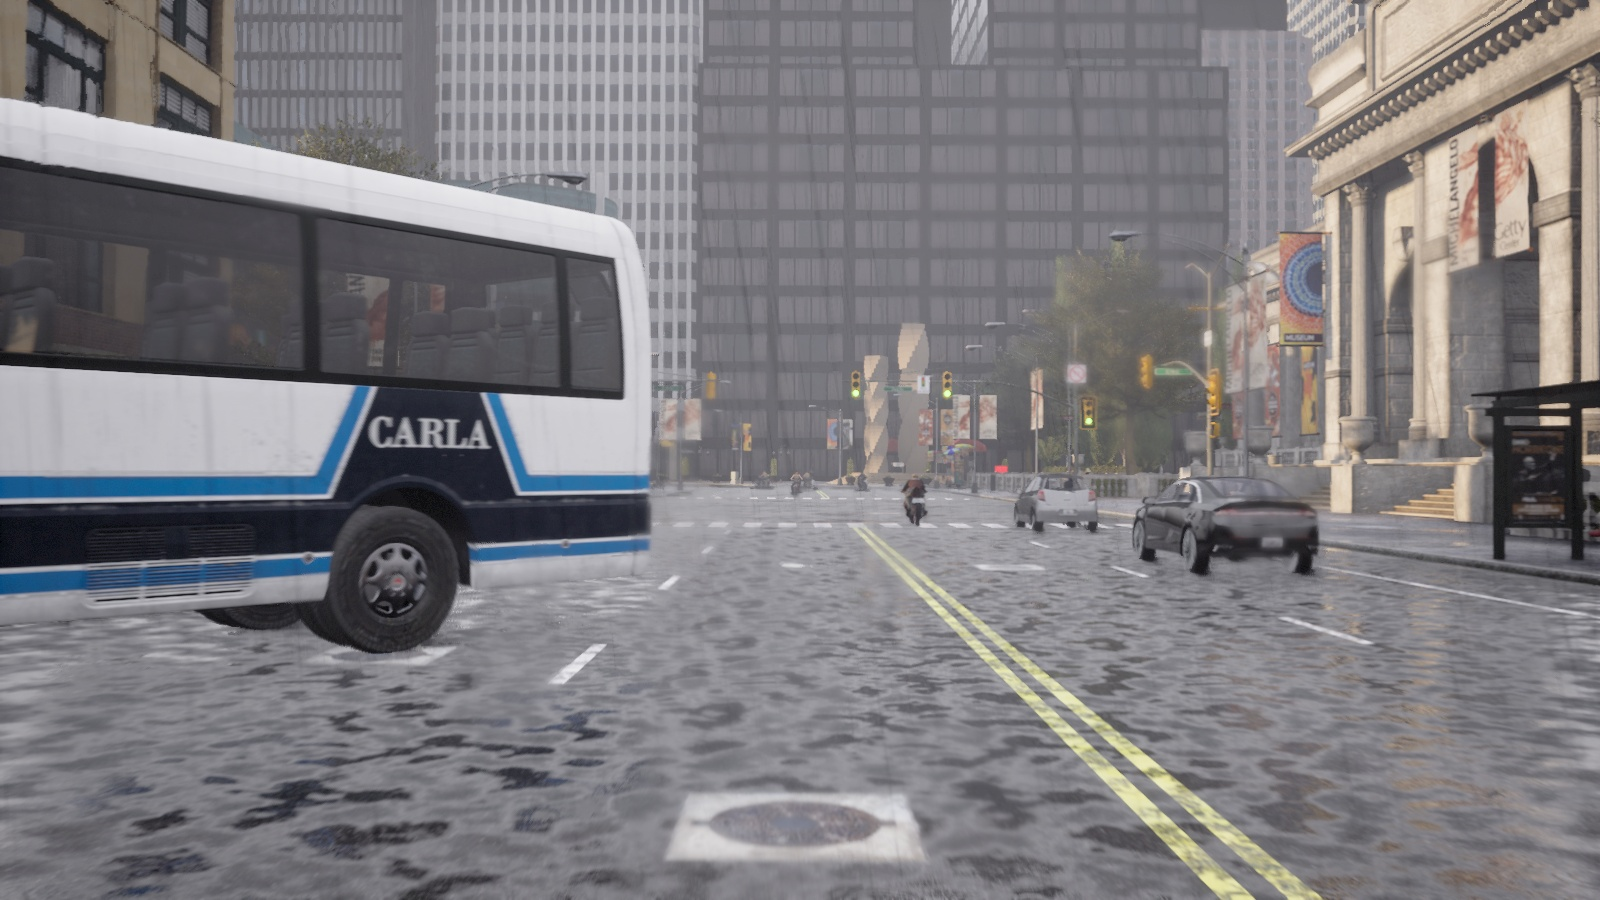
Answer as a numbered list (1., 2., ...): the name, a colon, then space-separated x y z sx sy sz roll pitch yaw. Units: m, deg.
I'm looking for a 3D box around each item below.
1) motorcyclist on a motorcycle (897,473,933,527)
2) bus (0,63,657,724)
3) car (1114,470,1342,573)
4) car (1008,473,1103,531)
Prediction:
1. motorcyclist on a motorcycle: 3.410 1.461 37.322 0.866 1.530 2.191 0 -1 0
2. bus: -6.323 -0.374 9.734 3.944 4.253 10.273 1 0 42
3. car: 6.949 1.096 21.052 2.128 1.511 4.902 0 -1 0
4. car: 6.918 1.376 34.335 1.845 1.501 3.633 0 -1 0
